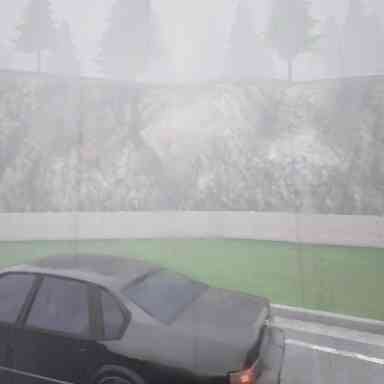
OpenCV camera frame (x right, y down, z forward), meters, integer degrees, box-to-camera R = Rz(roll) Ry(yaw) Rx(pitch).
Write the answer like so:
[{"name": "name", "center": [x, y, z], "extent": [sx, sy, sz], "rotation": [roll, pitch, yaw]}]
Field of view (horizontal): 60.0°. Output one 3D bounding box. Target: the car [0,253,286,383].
[{"name": "car", "center": [-1.608, 1.548, 4.239], "extent": [5.357, 1.411, 2.033], "rotation": [0, 0, 20]}]
